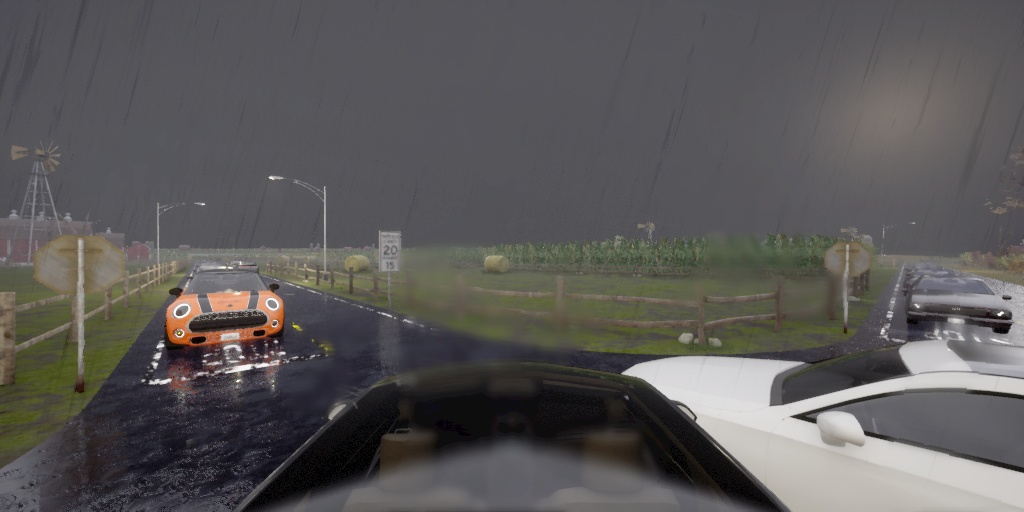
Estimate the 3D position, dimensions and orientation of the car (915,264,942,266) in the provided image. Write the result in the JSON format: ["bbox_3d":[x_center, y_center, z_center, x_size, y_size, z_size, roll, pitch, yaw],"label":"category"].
[{"bbox_3d":[28.690,1.305,24.777,4.902,1.511,2.128,0,1,-42],"label":"car"}]

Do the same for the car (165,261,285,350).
[{"bbox_3d":[-7.466,1.137,9.427,2.097,1.767,4.553,0,0,-39],"label":"car"}]

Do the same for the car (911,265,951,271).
[{"bbox_3d":[21.050,1.361,17.870,4.181,1.385,1.994,0,1,-43],"label":"car"}]

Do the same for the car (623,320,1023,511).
[{"bbox_3d":[2.861,1.293,2.215,1.812,1.442,4.674,0,1,-43],"label":"car"}]

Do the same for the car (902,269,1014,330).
[{"bbox_3d":[13.642,1.333,11.163,5.357,1.411,2.033,0,1,-42],"label":"car"}]

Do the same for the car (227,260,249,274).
[{"bbox_3d":[-33.211,1.269,43.389,1.837,1.490,4.892,0,0,-41],"label":"car"}]
